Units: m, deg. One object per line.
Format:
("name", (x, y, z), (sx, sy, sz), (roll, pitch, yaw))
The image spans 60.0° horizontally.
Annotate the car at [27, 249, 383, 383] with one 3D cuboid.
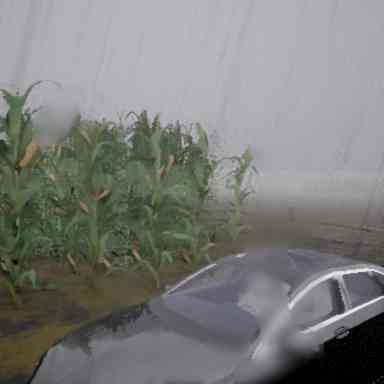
("car", (0.850, 1.485, 3.677), (4.902, 1.511, 2.128), (0, 0, -36))
